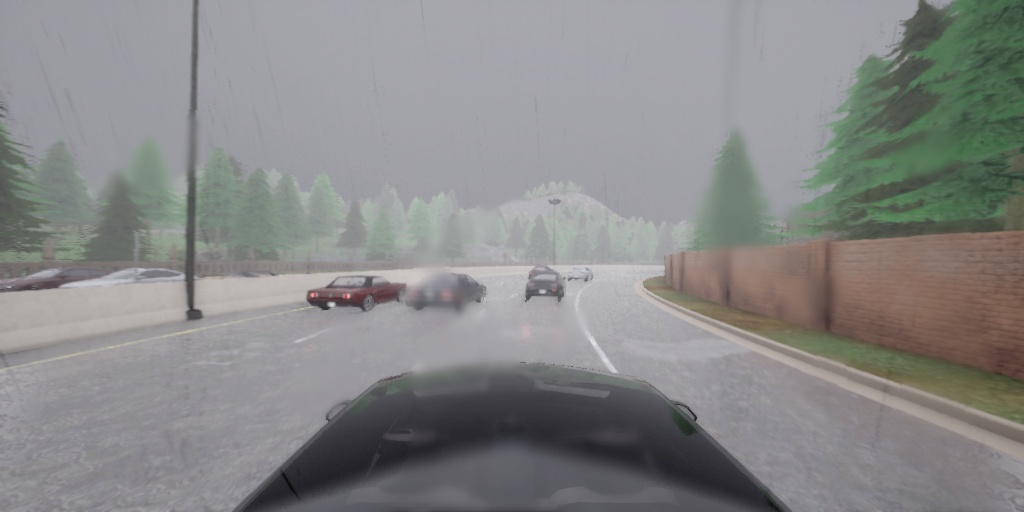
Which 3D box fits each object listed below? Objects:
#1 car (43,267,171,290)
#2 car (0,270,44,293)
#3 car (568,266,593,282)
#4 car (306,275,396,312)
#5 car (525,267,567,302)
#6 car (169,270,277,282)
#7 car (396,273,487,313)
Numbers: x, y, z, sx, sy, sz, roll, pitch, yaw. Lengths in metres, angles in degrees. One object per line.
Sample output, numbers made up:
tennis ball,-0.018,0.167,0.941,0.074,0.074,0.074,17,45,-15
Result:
car,-16.536,1.241,15.850,1.812,1.442,4.674,0,-1,8
car,-20.036,1.204,16.086,1.812,1.442,4.674,1,-1,8
car,6.701,1.714,34.956,1.812,1.442,4.674,0,-1,22
car,-5.952,1.424,14.614,1.895,1.301,4.718,1,-1,8
car,1.795,1.479,18.535,1.812,1.442,4.674,0,-1,10
car,-12.826,1.372,17.069,1.895,1.301,4.718,1,-1,9
car,-2.447,1.411,14.699,2.033,1.411,5.357,1,-1,8
